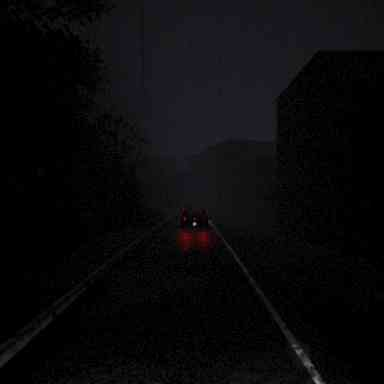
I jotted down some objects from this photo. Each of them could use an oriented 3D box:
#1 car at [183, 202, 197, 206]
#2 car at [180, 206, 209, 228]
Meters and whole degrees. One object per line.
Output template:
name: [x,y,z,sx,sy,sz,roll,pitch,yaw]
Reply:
car: [-0.328,2.083,41.319,2.097,1.767,4.553,0,-1,-5]
car: [0.177,1.890,24.183,1.895,1.301,4.718,0,-2,0]
